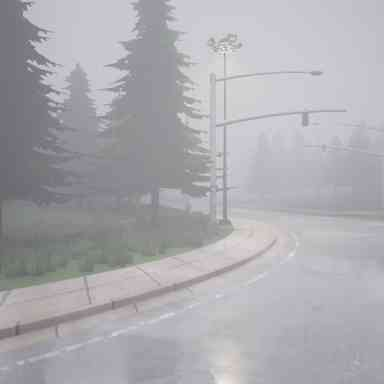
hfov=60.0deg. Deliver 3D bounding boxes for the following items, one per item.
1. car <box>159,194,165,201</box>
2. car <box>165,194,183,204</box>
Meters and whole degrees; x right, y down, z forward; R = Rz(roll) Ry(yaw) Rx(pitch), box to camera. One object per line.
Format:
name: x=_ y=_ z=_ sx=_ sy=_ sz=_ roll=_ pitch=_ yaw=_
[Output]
car: x=-7.009 y=1.186 z=75.146 sx=2.150 sy=2.045 sz=5.566 roll=0 pitch=0 yaw=-21
car: x=-3.147 y=1.547 z=65.400 sx=2.033 sy=1.411 sz=5.357 roll=0 pitch=0 yaw=-21
